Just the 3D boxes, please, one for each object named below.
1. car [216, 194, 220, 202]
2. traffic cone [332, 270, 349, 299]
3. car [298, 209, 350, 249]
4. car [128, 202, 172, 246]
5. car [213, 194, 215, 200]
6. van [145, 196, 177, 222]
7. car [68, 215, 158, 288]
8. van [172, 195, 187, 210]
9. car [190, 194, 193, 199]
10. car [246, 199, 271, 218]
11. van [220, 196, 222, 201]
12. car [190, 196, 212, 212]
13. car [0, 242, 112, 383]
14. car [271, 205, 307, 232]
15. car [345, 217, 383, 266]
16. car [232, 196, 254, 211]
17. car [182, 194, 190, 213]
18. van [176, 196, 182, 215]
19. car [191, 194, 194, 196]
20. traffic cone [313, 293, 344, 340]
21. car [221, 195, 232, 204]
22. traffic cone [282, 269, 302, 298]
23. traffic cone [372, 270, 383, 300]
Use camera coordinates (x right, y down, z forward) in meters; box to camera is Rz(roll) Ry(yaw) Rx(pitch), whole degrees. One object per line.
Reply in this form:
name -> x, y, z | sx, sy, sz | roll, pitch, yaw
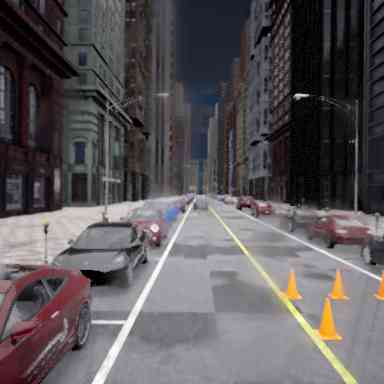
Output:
car -> 7.616, 1.640, 82.354 | 1.967, 1.590, 4.097 | 0, 0, 1
traffic cone -> 3.189, 1.995, 7.264 | 0.340, 0.580, 0.340 | 1, 0, 1
car -> 6.367, 1.662, 14.731 | 1.802, 1.307, 4.206 | 0, 0, 1
car -> -2.155, 1.428, 14.873 | 1.967, 1.590, 4.097 | 0, 0, 1
car -> 7.824, 1.776, 93.625 | 2.008, 1.369, 4.403 | 0, 0, 1
van -> -2.050, 1.336, 20.508 | 1.690, 1.788, 3.998 | 0, 0, 1
car -> -2.260, 1.548, 9.237 | 1.947, 1.339, 4.313 | 0, 0, 1
van -> -1.634, 1.369, 43.049 | 1.690, 1.788, 3.998 | 0, 0, 1
car -> -1.324, 1.604, 59.957 | 1.887, 1.381, 4.507 | 0, 0, 1
car -> 6.680, 1.646, 31.636 | 1.887, 1.381, 4.507 | 0, 0, 1
van -> 7.409, 1.516, 71.083 | 1.690, 1.788, 3.998 | 0, 0, 1
car -> 1.055, 1.555, 39.010 | 1.837, 1.490, 4.892 | 1, 0, 1
car -> -2.364, 1.559, 3.601 | 1.802, 1.307, 4.206 | 1, 0, 1
car -> 6.472, 1.637, 20.366 | 2.008, 1.369, 4.403 | 0, 0, 1
car -> 6.264, 1.624, 9.095 | 2.008, 1.369, 4.403 | 0, 0, 1
car -> 6.890, 1.434, 42.907 | 2.192, 1.841, 5.009 | 0, 0, 1
car -> -1.738, 1.333, 37.414 | 2.192, 1.841, 5.009 | 0, 0, 1
van -> -1.946, 1.343, 26.143 | 1.690, 1.788, 3.998 | 0, 0, 1
car -> -1.116, 1.649, 71.228 | 1.947, 1.339, 4.313 | 0, 0, 1
traffic cone -> 2.153, 1.982, 5.283 | 0.340, 0.580, 0.340 | 1, 0, 1
car -> 7.307, 1.688, 65.618 | 1.752, 1.417, 4.829 | 0, 0, 1
traffic cone -> 2.189, 1.984, 7.283 | 0.340, 0.580, 0.340 | 1, 0, 1
traffic cone -> 4.189, 2.005, 7.246 | 0.340, 0.580, 0.340 | 1, 0, 1
